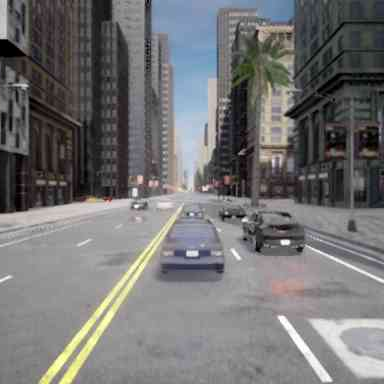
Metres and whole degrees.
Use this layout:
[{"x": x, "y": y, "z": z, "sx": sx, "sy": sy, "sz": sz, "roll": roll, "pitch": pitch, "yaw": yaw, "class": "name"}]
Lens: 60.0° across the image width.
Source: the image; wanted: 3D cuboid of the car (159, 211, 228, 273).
[{"x": 0.026, "y": 1.580, "z": 10.789, "sx": 2.033, "sy": 1.411, "sz": 5.357, "roll": 0, "pitch": 0, "yaw": 0, "class": "car"}]

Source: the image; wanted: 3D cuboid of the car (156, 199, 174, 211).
[{"x": -3.413, "y": 1.646, "z": 42.380, "sx": 1.812, "sy": 1.442, "sz": 4.674, "roll": 0, "pitch": 0, "yaw": 0, "class": "car"}]

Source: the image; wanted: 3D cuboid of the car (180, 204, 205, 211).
[{"x": 0.002, "y": 1.625, "z": 25.820, "sx": 2.033, "sy": 1.411, "sz": 5.357, "roll": 0, "pitch": 0, "yaw": 1, "class": "car"}]

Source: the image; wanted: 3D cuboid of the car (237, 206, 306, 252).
[{"x": 3.296, "y": 1.546, "z": 14.123, "sx": 1.837, "sy": 1.490, "sz": 4.892, "roll": 0, "pitch": 0, "yaw": 0, "class": "car"}]

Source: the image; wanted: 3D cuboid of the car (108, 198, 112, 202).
[{"x": -24.126, "y": 2.047, "z": 90.832, "sx": 4.507, "sy": 1.381, "sz": 1.887, "roll": -1, "pitch": 1, "yaw": 0, "class": "car"}]

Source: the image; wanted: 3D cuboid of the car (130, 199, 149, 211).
[{"x": -6.662, "y": 1.613, "z": 42.468, "sx": 2.128, "sy": 1.511, "sz": 4.902, "roll": 0, "pitch": 0, "yaw": 0, "class": "car"}]

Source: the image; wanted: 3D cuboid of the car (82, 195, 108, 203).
[{"x": -23.972, "y": 2.045, "z": 82.305, "sx": 4.829, "sy": 1.417, "sz": 1.752, "roll": -1, "pitch": 1, "yaw": 0, "class": "car"}]

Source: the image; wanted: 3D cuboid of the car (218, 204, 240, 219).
[{"x": 3.267, "y": 1.684, "z": 28.086, "sx": 1.895, "sy": 1.301, "sz": 4.718, "roll": 0, "pitch": 0, "yaw": 0, "class": "car"}]

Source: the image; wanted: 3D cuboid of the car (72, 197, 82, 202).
[{"x": -29.216, "y": 1.888, "z": 90.838, "sx": 5.009, "sy": 1.841, "sz": 2.192, "roll": -1, "pitch": 1, "yaw": 0, "class": "car"}]
